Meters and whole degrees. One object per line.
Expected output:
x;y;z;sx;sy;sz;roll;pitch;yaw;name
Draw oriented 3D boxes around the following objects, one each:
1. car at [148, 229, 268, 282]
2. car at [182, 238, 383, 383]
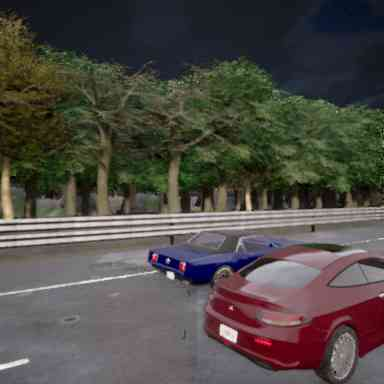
1.310;1.669;8.981;4.718;1.301;1.895;1;0;-35;car
2.316;1.580;5.397;4.674;1.442;1.812;1;0;-36;car
